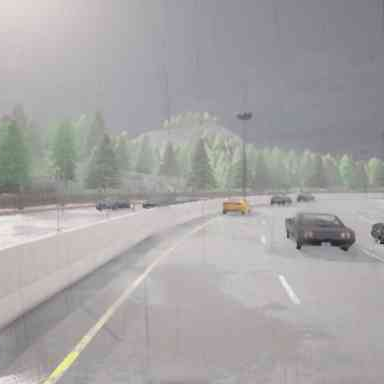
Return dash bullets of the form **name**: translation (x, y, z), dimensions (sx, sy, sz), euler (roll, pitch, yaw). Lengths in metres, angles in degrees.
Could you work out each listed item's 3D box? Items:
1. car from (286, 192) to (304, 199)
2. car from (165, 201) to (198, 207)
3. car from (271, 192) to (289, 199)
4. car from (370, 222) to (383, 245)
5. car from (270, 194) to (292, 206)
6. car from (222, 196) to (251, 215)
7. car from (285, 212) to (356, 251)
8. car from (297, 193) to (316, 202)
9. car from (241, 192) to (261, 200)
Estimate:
- **car**: translation (21.585, 0.696, 69.409), dimensions (1.812, 1.442, 4.674), euler (1, 1, 43)
- **car**: translation (-0.782, 1.101, 33.406), dimensions (1.882, 1.535, 5.008), euler (0, 1, 21)
- **car**: translation (19.081, 0.726, 71.853), dimensions (1.895, 1.301, 4.718), euler (1, 1, 43)
- **car**: translation (8.125, 1.445, 11.599), dimensions (2.033, 1.411, 5.357), euler (0, 1, 9)
- **car**: translation (12.118, 1.029, 45.061), dimensions (2.128, 1.511, 4.902), euler (1, 1, 32)
- **car**: translation (4.091, 1.156, 30.076), dimensions (1.882, 1.535, 5.008), euler (0, 1, 19)
- **car**: translation (4.925, 1.466, 13.484), dimensions (1.895, 1.301, 4.718), euler (0, 1, 9)
- **car**: translation (19.254, 0.945, 56.100), dimensions (1.837, 1.490, 4.892), euler (1, 1, 40)
- **car**: translation (12.354, 0.763, 69.642), dimensions (1.837, 1.490, 4.892), euler (1, 1, 40)
